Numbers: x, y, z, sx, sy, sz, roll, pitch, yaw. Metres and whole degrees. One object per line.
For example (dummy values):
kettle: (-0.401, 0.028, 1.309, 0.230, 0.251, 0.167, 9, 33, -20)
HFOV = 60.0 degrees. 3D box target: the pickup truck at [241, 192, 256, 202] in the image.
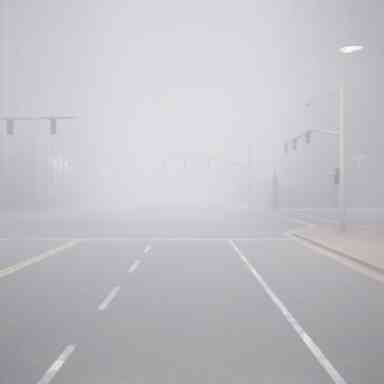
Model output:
pickup truck: (13.145, 1.062, 74.409, 2.390, 2.098, 6.274, 0, 0, 31)
